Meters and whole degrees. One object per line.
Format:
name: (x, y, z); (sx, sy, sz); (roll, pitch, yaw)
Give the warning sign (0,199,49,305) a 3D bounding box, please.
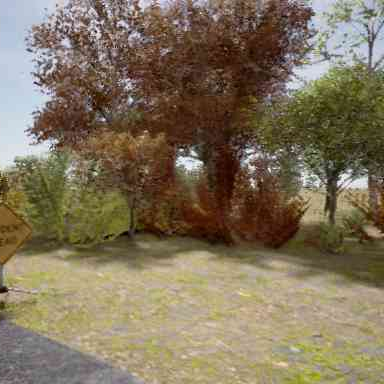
warning sign: (-3.729, 1.097, 6.527); (1.060, 1.860, 1.300); (0, 0, 35)
